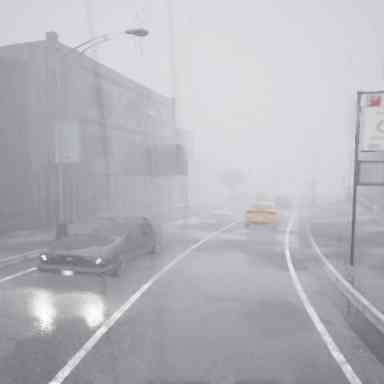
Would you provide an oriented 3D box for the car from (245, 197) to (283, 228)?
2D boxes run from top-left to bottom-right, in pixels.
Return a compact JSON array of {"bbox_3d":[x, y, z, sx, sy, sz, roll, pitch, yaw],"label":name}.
[{"bbox_3d":[4.625,1.361,21.404,1.882,1.535,5.008,2,1,17],"label":"car"}]

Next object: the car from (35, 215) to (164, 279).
[{"bbox_3d":[-2.322,1.437,10.171,2.033,1.411,5.357,1,1,11],"label":"car"}]

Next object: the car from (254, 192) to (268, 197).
[{"bbox_3d":[10.838,0.713,51.963,1.837,1.490,4.892,2,2,19],"label":"car"}]

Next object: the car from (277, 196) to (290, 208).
[{"bbox_3d":[11.103,1.122,41.170,1.994,1.385,4.181,2,2,18],"label":"car"}]
